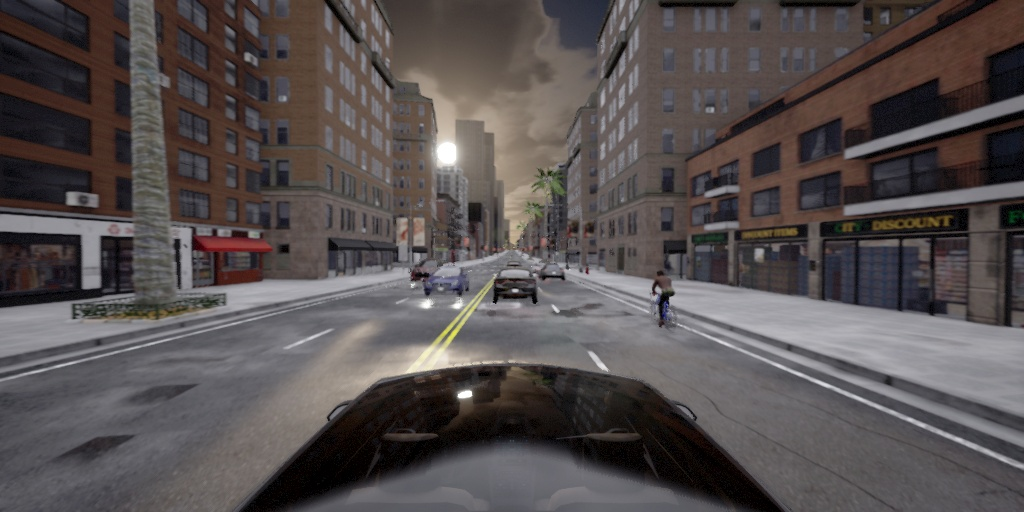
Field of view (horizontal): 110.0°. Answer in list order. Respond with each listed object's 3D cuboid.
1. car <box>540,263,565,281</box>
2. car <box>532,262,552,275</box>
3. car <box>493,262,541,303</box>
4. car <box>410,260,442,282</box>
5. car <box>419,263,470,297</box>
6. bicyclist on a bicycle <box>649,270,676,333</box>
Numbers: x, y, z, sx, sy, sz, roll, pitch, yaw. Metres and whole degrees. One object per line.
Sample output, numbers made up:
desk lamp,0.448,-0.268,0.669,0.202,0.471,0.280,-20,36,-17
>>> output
car,3.405,1.349,31.081,1.994,1.385,4.181,0,0,0
car,3.345,1.401,41.085,1.895,1.301,4.718,0,0,0
car,0.132,1.234,16.777,1.882,1.535,5.008,0,0,0
car,-6.530,1.107,28.568,2.097,1.767,4.553,0,0,0
car,-3.311,1.276,19.030,1.812,1.442,4.674,0,0,0
bicyclist on a bicycle,4.159,1.214,9.906,0.582,1.620,1.656,0,0,0
